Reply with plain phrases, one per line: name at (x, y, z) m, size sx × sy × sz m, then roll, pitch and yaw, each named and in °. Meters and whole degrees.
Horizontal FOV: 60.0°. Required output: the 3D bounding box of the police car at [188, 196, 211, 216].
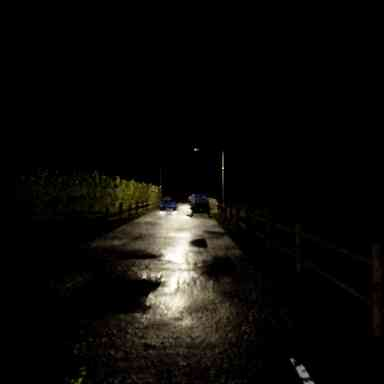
police car at (0.835, 1.473, 33.782) m, size 1.930 × 1.638 × 5.238 m, roll 0°, pitch 0°, yaw 0°

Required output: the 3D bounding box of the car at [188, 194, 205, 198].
car at (0.838, 1.295, 43.703) m, size 2.150 × 2.045 × 5.566 m, roll 0°, pitch 0°, yaw 0°

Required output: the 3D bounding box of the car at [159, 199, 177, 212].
car at (-2.828, 1.590, 40.664) m, size 1.812 × 1.442 × 4.674 m, roll 0°, pitch 0°, yaw 0°

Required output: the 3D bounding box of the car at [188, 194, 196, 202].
car at (0.026, 1.533, 85.632) m, size 2.097 × 1.767 × 4.553 m, roll 0°, pitch 0°, yaw 0°
